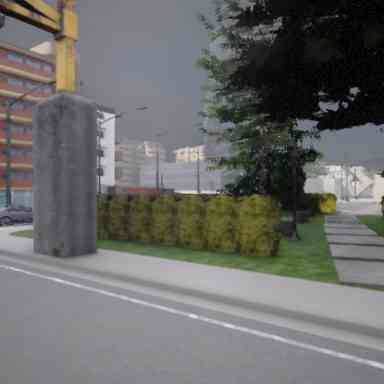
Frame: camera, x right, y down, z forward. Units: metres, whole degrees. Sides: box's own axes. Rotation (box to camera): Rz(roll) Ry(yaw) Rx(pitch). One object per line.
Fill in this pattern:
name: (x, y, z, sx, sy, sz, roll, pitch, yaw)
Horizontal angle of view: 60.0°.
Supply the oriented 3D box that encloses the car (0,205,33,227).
car: (-12.133, 1.616, 23.499, 1.994, 1.385, 4.181, 0, 0, 36)
